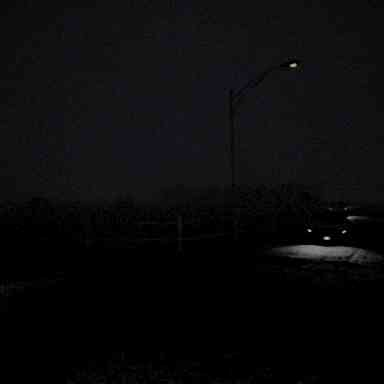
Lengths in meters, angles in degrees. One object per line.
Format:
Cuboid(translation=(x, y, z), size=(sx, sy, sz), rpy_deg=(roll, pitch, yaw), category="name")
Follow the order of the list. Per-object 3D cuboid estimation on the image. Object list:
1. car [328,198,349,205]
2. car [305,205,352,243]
Cuboid(translation=(15.172, 1.651, 34.502), size=(1.812, 1.442, 4.674), rpy_deg=(-1, -1, 25), category="car")
Cuboid(translation=(6.872, 1.606, 16.666), size=(2.033, 1.411, 5.357), rpy_deg=(-1, -1, 25), category="car")
